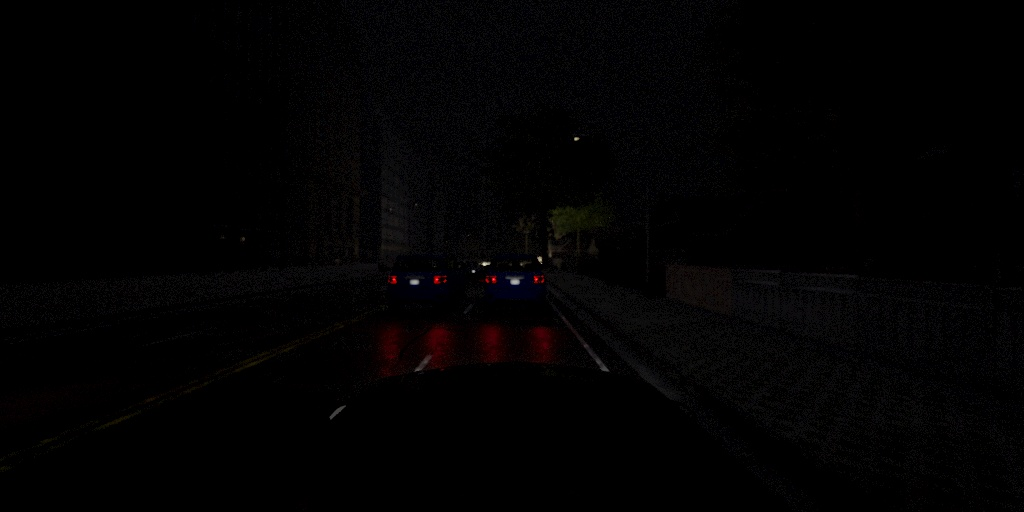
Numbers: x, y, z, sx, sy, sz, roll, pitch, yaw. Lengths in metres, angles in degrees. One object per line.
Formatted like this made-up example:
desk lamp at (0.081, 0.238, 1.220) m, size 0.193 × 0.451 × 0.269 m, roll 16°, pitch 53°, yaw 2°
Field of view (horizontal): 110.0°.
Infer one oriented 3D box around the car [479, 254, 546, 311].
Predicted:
car at (0.102, 0.925, 14.328) m, size 2.150 × 2.045 × 5.566 m, roll 0°, pitch 0°, yaw 0°

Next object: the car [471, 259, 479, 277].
car at (-3.146, 1.218, 31.383) m, size 1.994 × 1.385 × 4.181 m, roll 0°, pitch 0°, yaw 0°

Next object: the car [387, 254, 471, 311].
car at (-3.149, 0.926, 14.272) m, size 2.150 × 2.045 × 5.566 m, roll 0°, pitch 0°, yaw 0°
